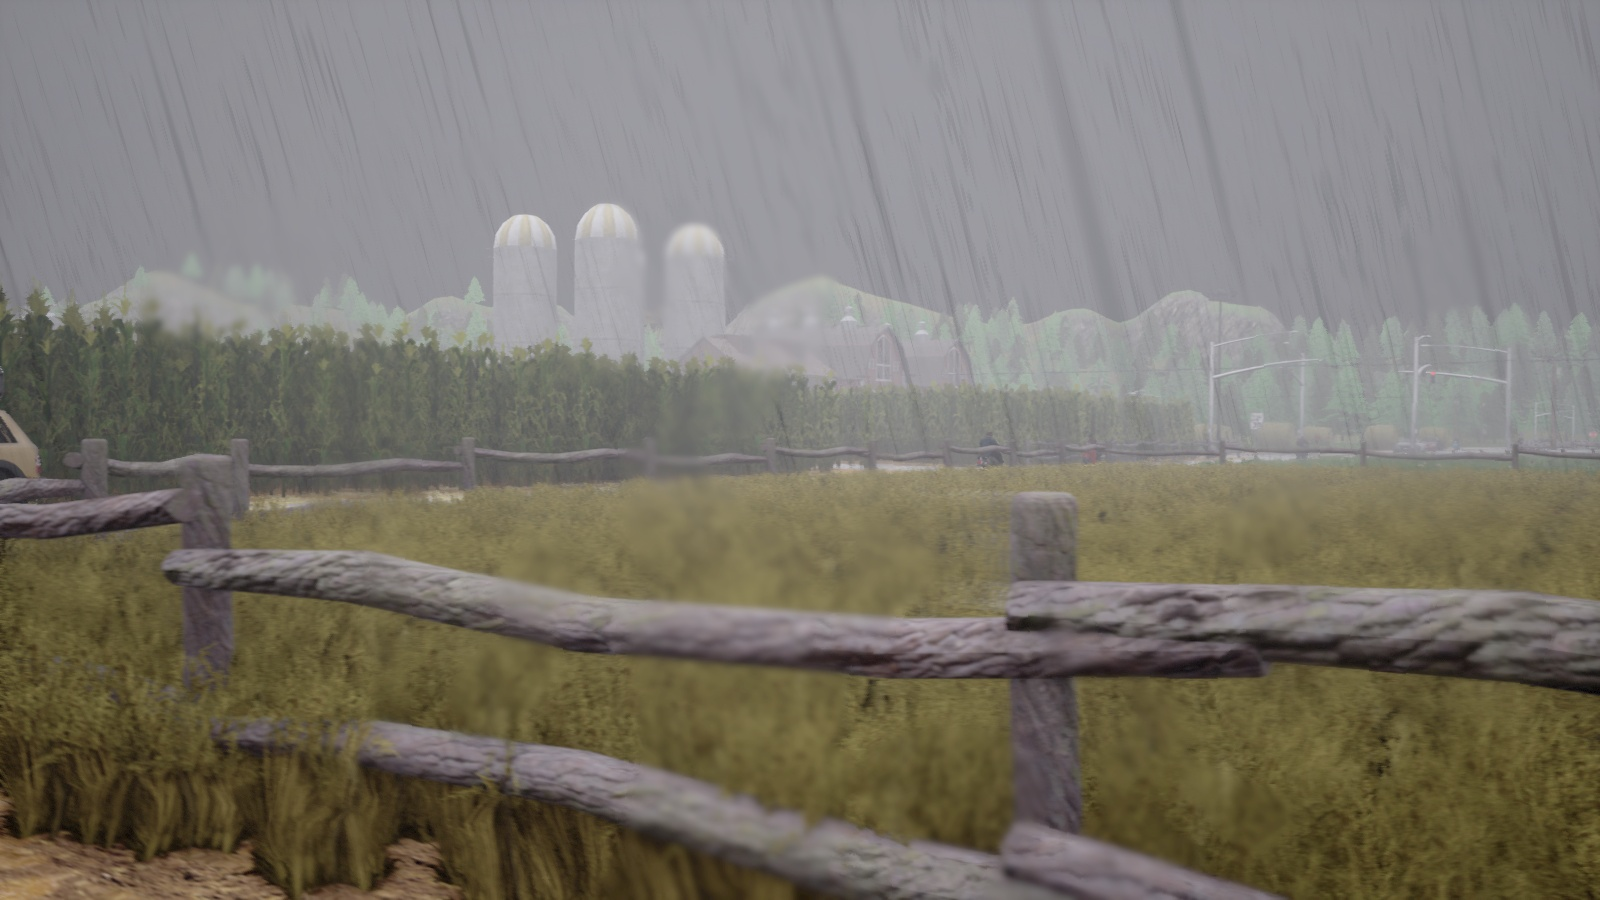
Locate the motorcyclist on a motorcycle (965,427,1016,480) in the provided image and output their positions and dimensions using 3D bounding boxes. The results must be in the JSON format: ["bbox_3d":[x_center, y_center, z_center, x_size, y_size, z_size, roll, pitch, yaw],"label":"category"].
[{"bbox_3d":[5.959,0.091,39.156,0.866,1.590,1.817,0,1,33],"label":"motorcyclist on a motorcycle"}]

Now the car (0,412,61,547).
[{"bbox_3d":[-12.671,0.430,16.579,1.932,1.855,4.605,0,1,33],"label":"car"}]

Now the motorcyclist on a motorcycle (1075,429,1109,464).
[{"bbox_3d":[12.850,-0.163,55.212,0.797,1.523,2.044,0,1,33],"label":"motorcyclist on a motorcycle"}]
